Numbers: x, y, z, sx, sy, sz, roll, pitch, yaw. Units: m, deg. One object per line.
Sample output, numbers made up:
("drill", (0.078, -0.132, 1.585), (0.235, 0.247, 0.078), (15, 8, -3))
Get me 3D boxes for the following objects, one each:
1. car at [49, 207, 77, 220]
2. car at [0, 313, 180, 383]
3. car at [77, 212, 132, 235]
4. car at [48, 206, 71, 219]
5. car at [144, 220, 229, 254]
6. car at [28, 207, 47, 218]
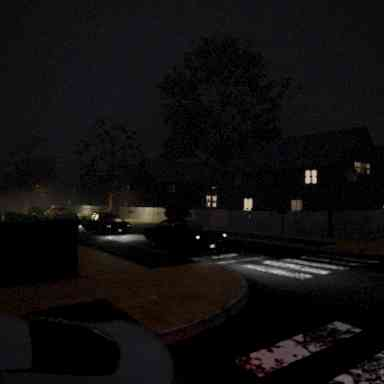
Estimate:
("car", (-12.160, 2.446, 32.227), (1.994, 1.385, 4.181), (2, -2, -35))
("car", (-2.128, 1.514, 1.562), (4.674, 1.442, 1.812), (1, -1, -36))
("car", (-6.215, 2.177, 23.823), (2.033, 1.411, 5.357), (2, -2, -35))
("car", (-18.430, 2.791, 46.171), (1.882, 1.535, 5.008), (2, -2, -35))
("car", (-0.408, 1.986, 15.624), (1.895, 1.301, 4.718), (2, -2, -35))
("car", (-20.896, 2.768, 44.713), (1.837, 1.490, 4.892), (2, -3, -35))
